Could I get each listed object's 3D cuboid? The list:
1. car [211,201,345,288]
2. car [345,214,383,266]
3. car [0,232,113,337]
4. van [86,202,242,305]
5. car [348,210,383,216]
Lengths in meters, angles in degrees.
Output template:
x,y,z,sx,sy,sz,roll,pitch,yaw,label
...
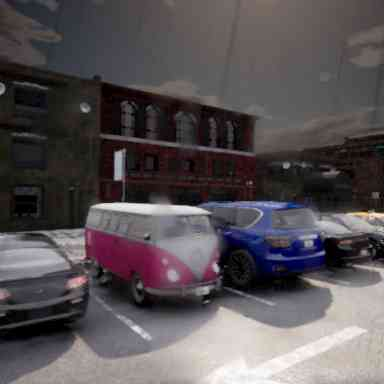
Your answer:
x,y,z,sx,sy,sz,roll,pitch,yaw,label
1.135,1.284,9.832,2.435,2.045,5.566,1,0,-36,car
3.453,1.559,11.445,2.097,1.535,5.008,1,0,-36,car
-3.449,1.527,6.522,2.002,1.452,4.674,1,0,-36,car
-1.081,1.285,8.072,1.878,1.987,4.442,1,0,-36,van
5.746,1.584,13.095,2.097,1.535,5.008,1,0,-36,car
